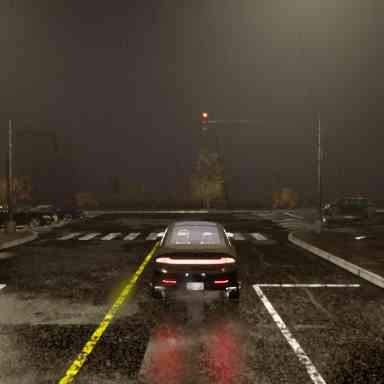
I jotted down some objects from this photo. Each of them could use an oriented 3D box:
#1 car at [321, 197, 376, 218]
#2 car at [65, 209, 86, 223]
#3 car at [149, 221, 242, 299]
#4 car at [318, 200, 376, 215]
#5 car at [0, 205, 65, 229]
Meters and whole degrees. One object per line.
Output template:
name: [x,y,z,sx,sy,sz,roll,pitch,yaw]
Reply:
car: [13.147,1.232,28.539,4.553,1.767,2.097,0,1,-1]
car: [-10.658,1.657,25.366,4.718,1.301,1.895,-1,0,1]
car: [0.084,1.489,8.436,2.128,1.511,4.902,0,0,1]
car: [14.752,1.429,31.820,4.718,1.301,1.895,0,1,-2]
car: [-11.493,1.602,22.108,4.902,1.511,2.128,-1,1,1]
